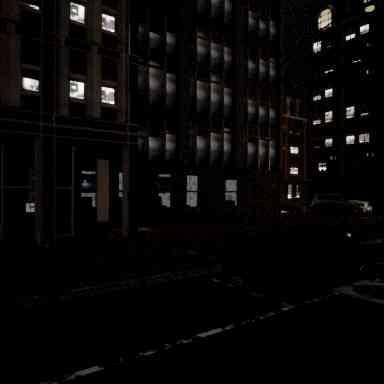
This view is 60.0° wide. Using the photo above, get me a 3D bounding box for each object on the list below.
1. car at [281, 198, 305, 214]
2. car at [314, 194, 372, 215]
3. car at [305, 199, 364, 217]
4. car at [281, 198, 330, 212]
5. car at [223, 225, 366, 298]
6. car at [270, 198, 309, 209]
[{"bbox_3d":[9.643,1.466,34.662,1.752,1.417,4.829,0,0,-36],"label":"car"},{"bbox_3d":[14.420,1.183,32.445,2.150,2.045,5.566,0,0,-36],"label":"car"},{"bbox_3d":[12.845,1.533,30.199,1.802,1.307,4.206,0,0,-36],"label":"car"},{"bbox_3d":[13.318,1.513,39.435,2.033,1.411,5.357,0,0,-35],"label":"car"},{"bbox_3d":[2.771,1.567,8.535,4.313,1.339,1.947,0,0,-36],"label":"car"},{"bbox_3d":[12.951,1.498,44.425,1.752,1.417,4.829,0,0,-36],"label":"car"}]
